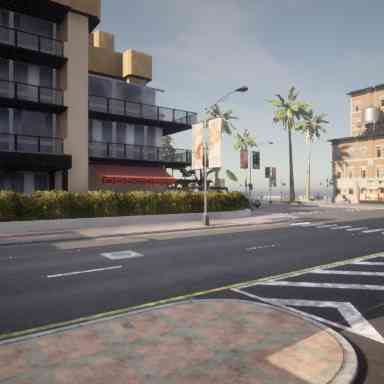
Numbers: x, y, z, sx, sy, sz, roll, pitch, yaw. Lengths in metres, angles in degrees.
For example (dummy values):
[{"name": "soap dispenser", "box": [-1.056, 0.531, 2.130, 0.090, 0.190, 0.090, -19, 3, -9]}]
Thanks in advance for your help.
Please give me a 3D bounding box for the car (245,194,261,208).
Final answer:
[{"name": "car", "box": [7.433, 1.221, 48.093, 2.150, 2.045, 5.566, 0, 0, -35]}]
